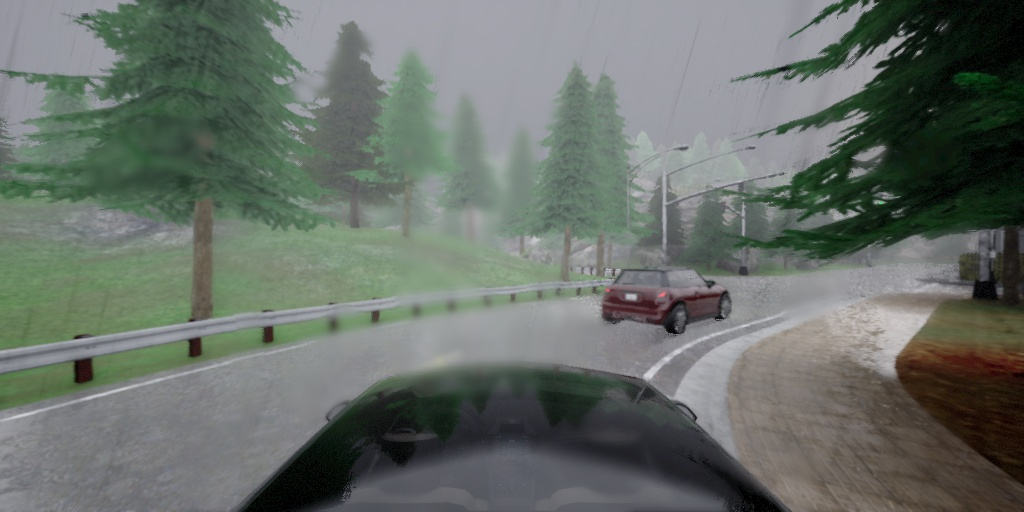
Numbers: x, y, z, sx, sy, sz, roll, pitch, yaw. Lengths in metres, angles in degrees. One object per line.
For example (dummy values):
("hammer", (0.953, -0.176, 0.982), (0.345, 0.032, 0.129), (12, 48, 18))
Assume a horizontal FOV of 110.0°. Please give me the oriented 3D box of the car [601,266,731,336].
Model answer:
("car", (4.689, 1.075, 10.655), (4.553, 1.767, 2.097), (0, 0, -41))
